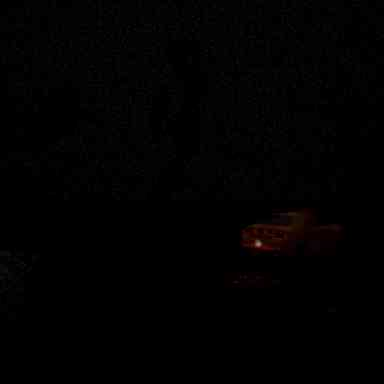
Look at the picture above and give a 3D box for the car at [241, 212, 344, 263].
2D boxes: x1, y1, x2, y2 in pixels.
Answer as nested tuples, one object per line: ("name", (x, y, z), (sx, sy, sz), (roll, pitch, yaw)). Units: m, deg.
("car", (3.838, 1.472, 12.131), (5.008, 1.535, 1.882), (0, 0, -44))
